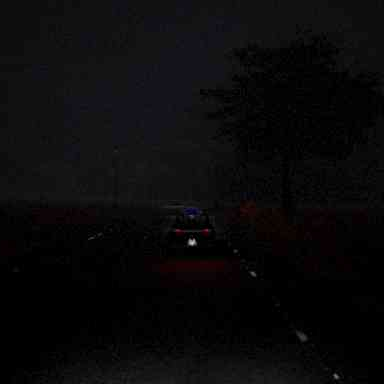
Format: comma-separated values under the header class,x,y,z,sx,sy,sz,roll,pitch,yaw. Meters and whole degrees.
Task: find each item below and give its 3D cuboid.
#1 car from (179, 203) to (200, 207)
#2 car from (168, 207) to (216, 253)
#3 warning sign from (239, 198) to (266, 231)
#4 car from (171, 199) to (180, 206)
class,x,y,z,sx,sy,sz,roll,pitch,yaw
car,0.014,1.807,29.426,1.812,1.442,4.674,0,0,0
car,0.009,1.632,14.327,2.128,1.511,4.902,0,0,0
warning sign,3.512,1.306,19.512,1.300,1.860,1.060,-3,-3,0
car,-3.478,2.190,71.136,1.882,1.535,5.008,0,-1,0
